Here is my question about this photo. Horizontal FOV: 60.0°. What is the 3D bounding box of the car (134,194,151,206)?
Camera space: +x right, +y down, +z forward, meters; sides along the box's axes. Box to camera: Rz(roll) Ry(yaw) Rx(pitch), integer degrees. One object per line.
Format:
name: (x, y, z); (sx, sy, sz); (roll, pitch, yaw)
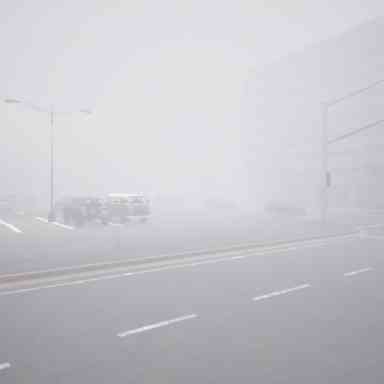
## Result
car: (-9.224, 1.581, 66.502); (1.812, 1.442, 4.674); (0, 0, -35)

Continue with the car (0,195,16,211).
car: (-21.703, 1.451, 37.968); (1.970, 1.475, 3.806); (0, 0, -35)

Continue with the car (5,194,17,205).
car: (-29.569, 1.212, 53.797); (1.905, 1.878, 3.866); (0, 0, -35)

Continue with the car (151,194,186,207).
car: (-3.858, 1.279, 52.787); (2.150, 2.045, 5.566); (0, 0, -35)

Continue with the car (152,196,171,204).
car: (-6.372, 1.619, 68.531); (1.994, 1.385, 4.181); (0, 0, -35)

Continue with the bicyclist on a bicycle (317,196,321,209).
bicyclist on a bicycle: (16.620, 1.356, 42.913); (1.656, 1.620, 0.582); (0, 0, -35)

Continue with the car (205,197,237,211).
car: (3.650, 1.407, 42.202); (2.097, 1.767, 4.553); (0, 0, -35)

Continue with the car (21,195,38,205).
car: (-27.173, 1.209, 55.422); (1.932, 1.855, 4.605); (0, 0, -35)

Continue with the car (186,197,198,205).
car: (-0.972, 1.603, 61.035); (2.033, 1.411, 5.357); (0, 0, -35)

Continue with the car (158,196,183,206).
car: (-3.828, 1.547, 59.011); (2.128, 1.511, 4.902); (0, 0, -35)

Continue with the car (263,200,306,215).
car: (9.406, 1.581, 34.141); (1.812, 1.442, 4.674); (0, 0, -36)
